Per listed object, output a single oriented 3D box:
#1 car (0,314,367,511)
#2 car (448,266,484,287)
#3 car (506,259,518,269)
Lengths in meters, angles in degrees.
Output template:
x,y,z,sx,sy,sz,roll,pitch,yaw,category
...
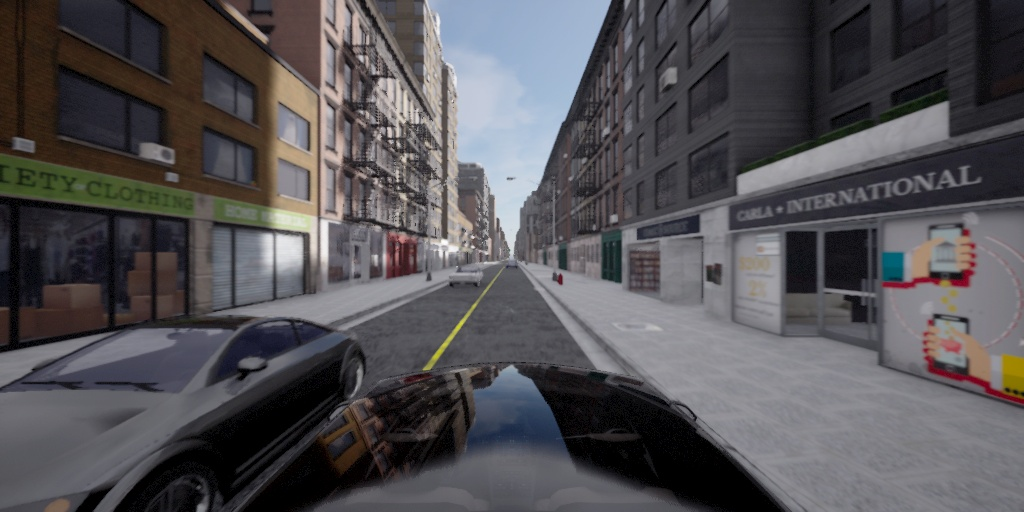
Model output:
x,y,z,sx,sy,sz,roll,pitch,yaw,category
-3.081,1.315,3.462,1.994,1.385,4.181,0,0,0,car
-3.030,1.353,24.277,1.895,1.301,4.718,0,0,0,car
-0.007,1.374,59.423,1.994,1.385,4.181,0,0,0,car
